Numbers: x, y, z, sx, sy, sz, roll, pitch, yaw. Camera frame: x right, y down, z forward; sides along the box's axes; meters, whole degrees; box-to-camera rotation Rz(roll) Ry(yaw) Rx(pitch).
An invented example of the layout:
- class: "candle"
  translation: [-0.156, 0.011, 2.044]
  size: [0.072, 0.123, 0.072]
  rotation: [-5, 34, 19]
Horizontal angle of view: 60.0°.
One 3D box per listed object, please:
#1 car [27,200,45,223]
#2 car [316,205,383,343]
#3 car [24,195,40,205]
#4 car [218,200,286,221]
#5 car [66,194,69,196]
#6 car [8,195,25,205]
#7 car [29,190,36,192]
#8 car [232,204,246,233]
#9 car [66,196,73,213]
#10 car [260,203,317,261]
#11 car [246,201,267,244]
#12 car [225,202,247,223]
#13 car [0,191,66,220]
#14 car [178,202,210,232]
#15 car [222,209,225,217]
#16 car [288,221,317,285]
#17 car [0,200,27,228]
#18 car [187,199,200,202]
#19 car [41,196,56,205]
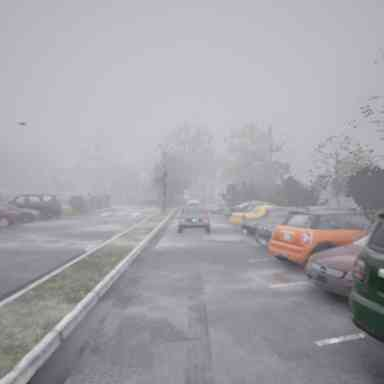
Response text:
- class: "car"
  translation: [-13.296, 1.510, 23.611]
  size: [4.674, 1.452, 2.002]
  rotation: [-1, 0, -20]
- class: "car"
  translation: [4.859, 1.235, 4.597]
  size: [5.566, 2.045, 2.435]
  rotation: [1, 0, -20]
- class: "car"
  translation: [-30.314, 1.537, 63.230]
  size: [2.185, 1.767, 4.553]
  rotation: [1, -3, -19]
- class: "car"
  translation: [4.862, 1.490, 27.085]
  size: [4.892, 1.521, 2.231]
  rotation: [1, 0, -20]
- class: "car"
  translation: [-24.295, 1.412, 63.200]
  size: [2.435, 2.045, 5.566]
  rotation: [1, -3, -19]
- class: "car"
  translation: [-33.351, 1.540, 63.334]
  size: [2.185, 1.767, 4.553]
  rotation: [1, -3, -19]
- class: "car"
  translation: [-33.888, 0.336, 70.135]
  size: [4.902, 1.511, 2.128]
  rotation: [4, -2, 1]
- class: "car"
  translation: [4.816, 1.518, 16.891]
  size: [4.792, 1.488, 2.163]
  rotation: [1, 0, -20]
- class: "car"
  translation: [-13.441, 1.448, 29.587]
  size: [5.366, 1.575, 1.946]
  rotation: [-1, 1, -20]
- class: "car"
  translation: [4.803, 1.361, 10.531]
  size: [4.553, 1.767, 2.185]
  rotation: [1, 0, -20]
- class: "car"
  translation: [4.868, 1.363, 13.522]
  size: [4.553, 1.767, 2.185]
  rotation: [1, 0, -20]
- class: "car"
  translation: [5.018, 1.489, 20.366]
  size: [5.366, 1.575, 1.946]
  rotation: [1, 0, -20]
- class: "car"
  translation: [-13.308, 1.212, 26.612]
  size: [5.566, 2.045, 2.435]
  rotation: [-1, 0, -20]
- class: "car"
  translation: [0.117, 1.552, 20.161]
  size: [2.033, 1.411, 5.357]
  rotation: [0, 0, 0]
- class: "car"
  translation: [4.845, 1.491, 23.691]
  size: [4.892, 1.521, 2.231]
  rotation: [1, 0, -20]
- class: "car"
  translation: [4.833, 1.527, 7.559]
  size: [4.674, 1.452, 2.002]
  rotation: [1, 0, -20]
- class: "car"
  translation: [-13.314, 1.472, 20.586]
  size: [5.008, 1.535, 2.097]
  rotation: [-1, 0, -20]
- class: "car"
  translation: [0.192, 1.493, 36.907]
  size: [1.812, 1.442, 4.674]
  rotation: [0, 0, 1]
- class: "car"
  translation: [-27.300, 1.664, 63.217]
  size: [2.231, 1.521, 4.892]
  rotation: [1, -3, -19]
